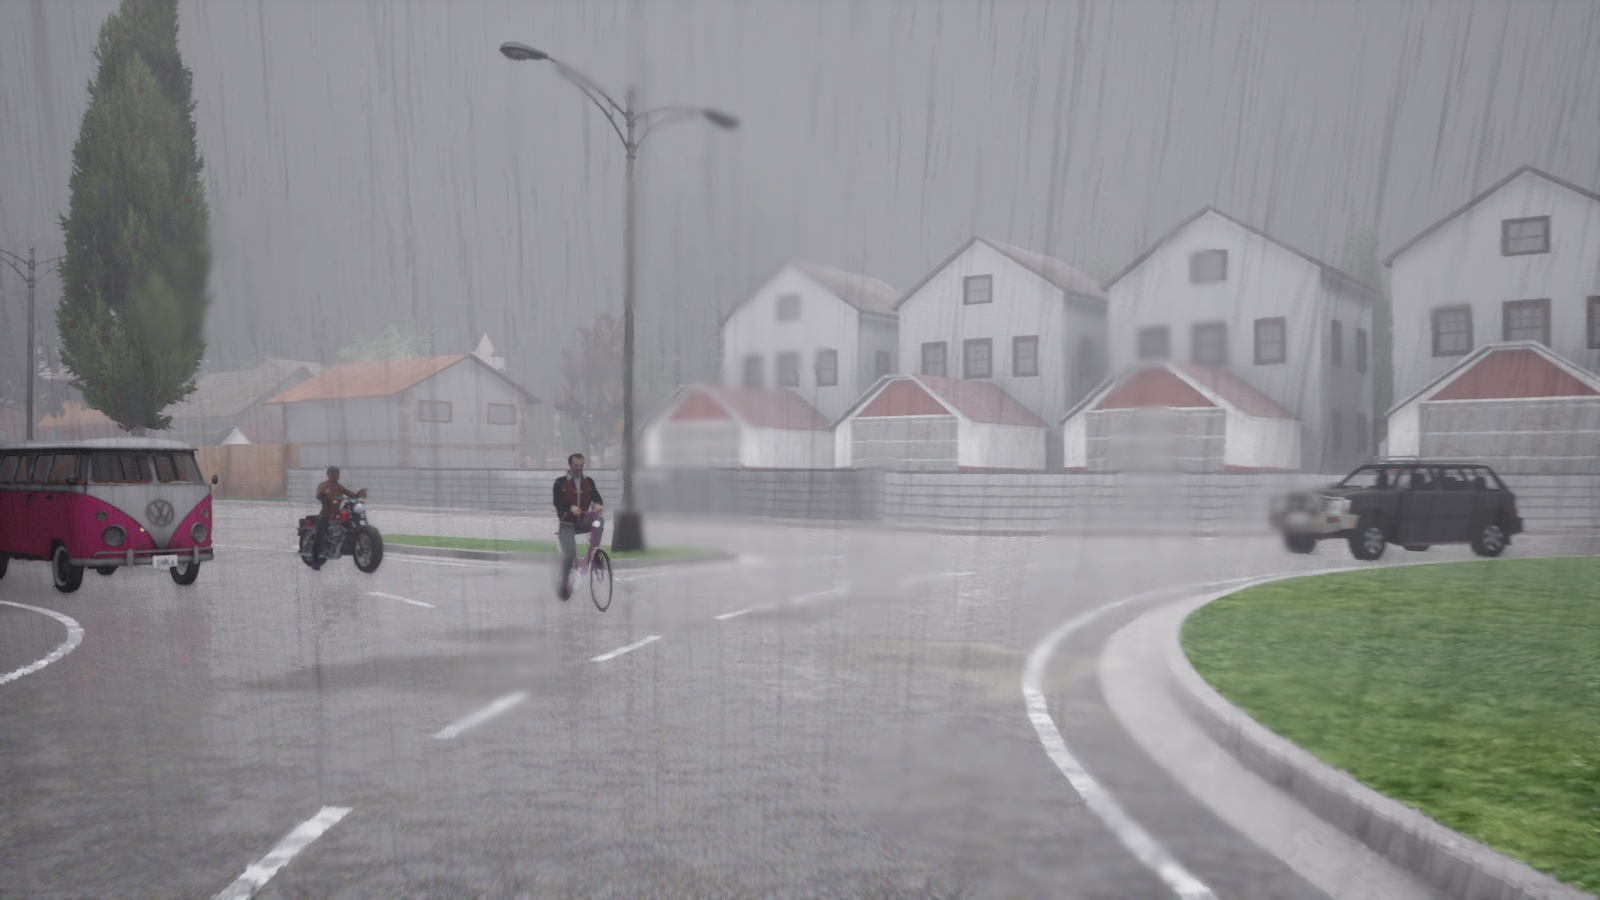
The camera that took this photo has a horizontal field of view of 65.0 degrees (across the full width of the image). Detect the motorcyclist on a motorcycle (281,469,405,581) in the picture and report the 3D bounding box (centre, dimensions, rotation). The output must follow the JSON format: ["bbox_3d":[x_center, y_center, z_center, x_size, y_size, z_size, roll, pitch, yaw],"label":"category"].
[{"bbox_3d":[-7.172,1.132,19.637,2.350,1.649,0.766,-1,-1,40],"label":"motorcyclist on a motorcycle"}]

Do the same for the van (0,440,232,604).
[{"bbox_3d":[-9.760,0.908,17.270,4.442,1.987,1.775,-1,-1,40],"label":"van"}]

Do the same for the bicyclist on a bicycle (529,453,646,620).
[{"bbox_3d":[-2.447,0.938,14.305,0.659,1.776,1.843,0,-1,-31],"label":"bicyclist on a bicycle"}]

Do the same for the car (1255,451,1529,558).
[{"bbox_3d":[11.030,0.966,23.432,4.605,1.855,1.932,0,-1,-21],"label":"car"}]
